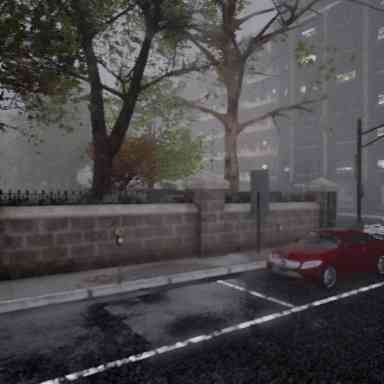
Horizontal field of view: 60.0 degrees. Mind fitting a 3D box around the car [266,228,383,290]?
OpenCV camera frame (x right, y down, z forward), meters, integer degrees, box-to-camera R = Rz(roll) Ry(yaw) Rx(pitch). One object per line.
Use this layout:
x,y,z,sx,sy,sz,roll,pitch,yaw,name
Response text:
3.938,1.681,9.323,4.206,1.307,1.802,1,-1,-35,car
